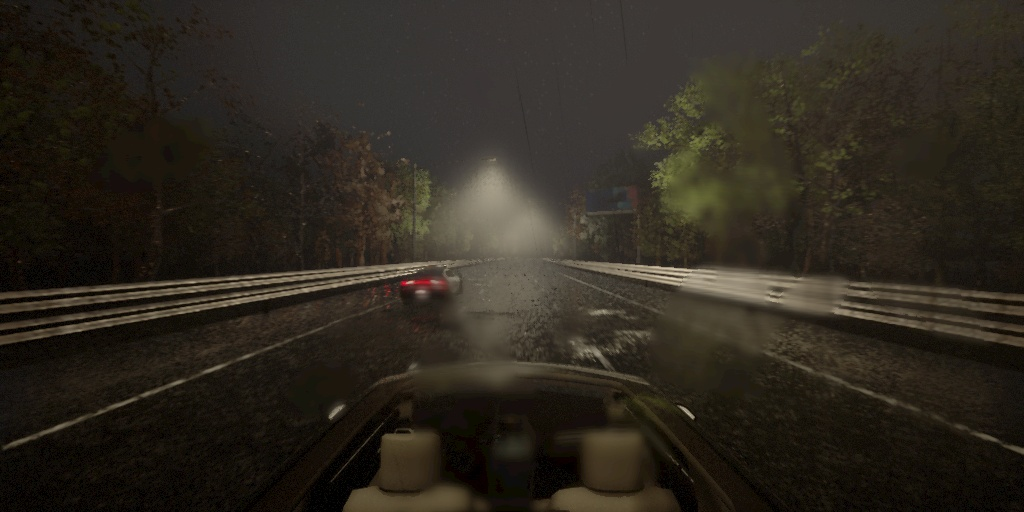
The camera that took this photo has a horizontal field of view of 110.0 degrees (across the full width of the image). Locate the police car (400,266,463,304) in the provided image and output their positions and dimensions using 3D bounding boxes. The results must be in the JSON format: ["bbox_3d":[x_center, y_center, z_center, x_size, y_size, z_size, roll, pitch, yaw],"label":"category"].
[{"bbox_3d":[-3.454,1.260,16.375,2.038,1.542,4.974,0,0,0],"label":"police car"}]
